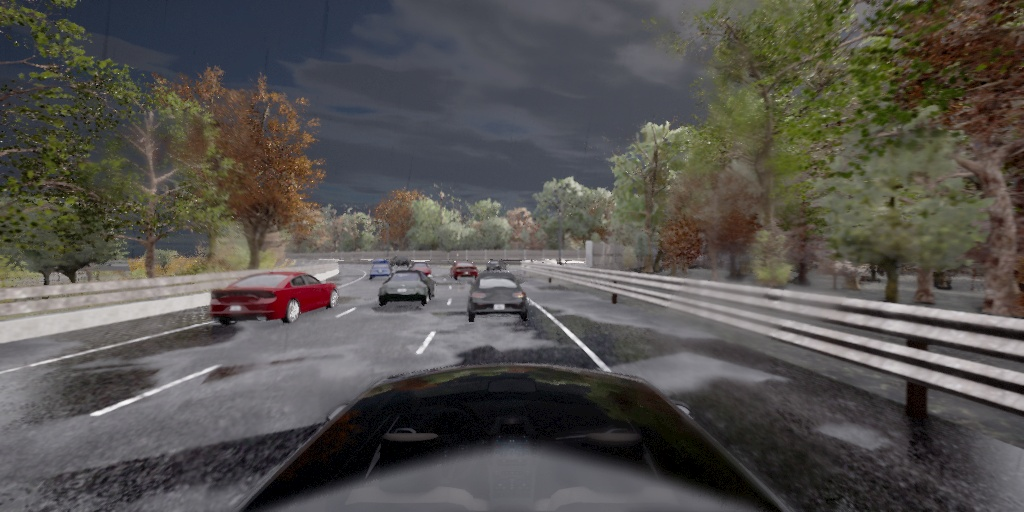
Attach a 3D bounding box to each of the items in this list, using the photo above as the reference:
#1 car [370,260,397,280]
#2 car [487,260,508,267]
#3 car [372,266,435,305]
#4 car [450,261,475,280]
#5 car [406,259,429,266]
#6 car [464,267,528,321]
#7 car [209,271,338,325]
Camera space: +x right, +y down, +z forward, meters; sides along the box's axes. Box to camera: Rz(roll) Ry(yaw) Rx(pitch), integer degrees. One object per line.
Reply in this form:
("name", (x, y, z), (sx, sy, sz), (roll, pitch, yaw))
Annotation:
("car", (-11.669, 1.307, 32.158), (2.033, 1.411, 5.357), (0, 0, -17))
("car", (-1.920, 1.234, 45.398), (1.812, 1.442, 4.674), (0, 0, 12))
("car", (-4.592, 1.315, 16.062), (1.994, 1.385, 4.181), (0, 0, -8))
("car", (-4.308, 1.211, 31.298), (1.882, 1.535, 5.008), (0, 0, -15))
("car", (-9.099, 1.310, 35.309), (1.994, 1.385, 4.181), (0, 0, -18))
("car", (-0.555, 1.266, 12.365), (1.812, 1.442, 4.674), (0, 0, -5))
("car", (-7.550, 1.244, 11.969), (1.882, 1.535, 5.008), (0, 0, -5))
